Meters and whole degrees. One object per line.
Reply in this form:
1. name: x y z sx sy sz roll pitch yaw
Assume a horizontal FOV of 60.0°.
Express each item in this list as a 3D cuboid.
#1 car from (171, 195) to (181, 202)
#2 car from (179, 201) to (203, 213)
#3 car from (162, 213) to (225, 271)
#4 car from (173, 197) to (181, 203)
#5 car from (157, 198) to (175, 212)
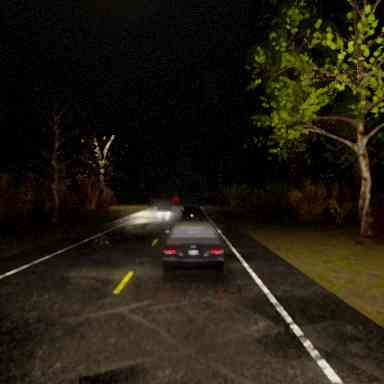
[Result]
1. car: -3.770 1.779 80.185 2.150 2.045 5.566 0 0 -2
2. car: -0.020 1.821 31.408 1.837 1.490 4.892 0 -1 0
3. car: 0.047 1.662 11.241 2.033 1.411 5.357 0 -1 0
4. car: -3.920 2.193 87.627 2.128 1.511 4.902 0 0 0
5. car: -3.903 1.950 47.009 2.128 1.511 4.902 0 0 -1
